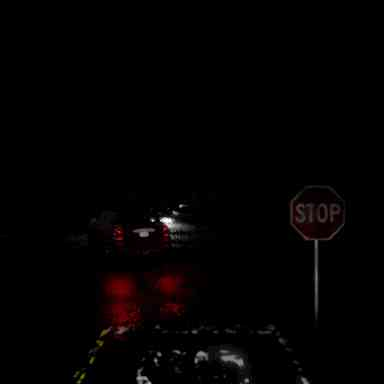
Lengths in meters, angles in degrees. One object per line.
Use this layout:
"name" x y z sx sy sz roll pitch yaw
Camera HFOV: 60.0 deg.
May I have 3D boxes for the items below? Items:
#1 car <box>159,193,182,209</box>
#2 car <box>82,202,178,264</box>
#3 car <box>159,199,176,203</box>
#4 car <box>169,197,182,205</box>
"car" -2.831 1.192 42.431 2.150 2.045 5.566 0 0 4
"car" -2.568 1.346 12.288 2.097 1.767 4.553 0 0 -30
"car" -2.855 1.580 31.588 1.895 1.301 4.718 0 0 0
"car" -2.821 1.516 58.157 1.994 1.385 4.181 0 0 -1
